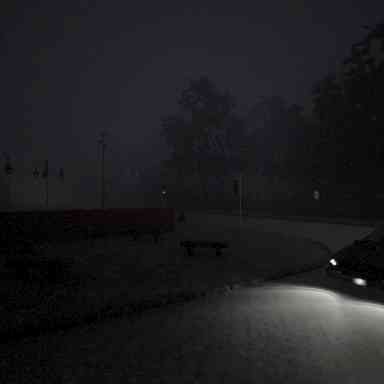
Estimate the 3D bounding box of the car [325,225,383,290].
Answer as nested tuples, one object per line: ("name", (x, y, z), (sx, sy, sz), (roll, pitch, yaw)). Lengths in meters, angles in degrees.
("car", (5.782, 1.547, 8.717), (5.357, 1.411, 2.033), (0, 0, -35))
